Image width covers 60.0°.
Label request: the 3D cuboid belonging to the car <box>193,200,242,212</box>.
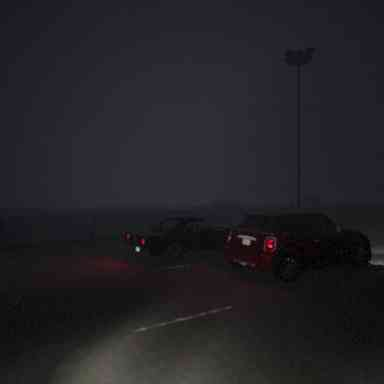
[{"bbox_3d":[2.811,1.478,34.055,5.357,1.411,2.033,0,0,-28],"label":"car"}]

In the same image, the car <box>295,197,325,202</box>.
[{"bbox_3d":[12.037,1.292,35.006,4.553,1.767,2.097,0,0,-28],"label":"car"}]

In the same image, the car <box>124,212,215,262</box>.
[{"bbox_3d":[0.100,1.575,12.053,4.718,1.301,1.895,0,0,-32],"label":"car"}]

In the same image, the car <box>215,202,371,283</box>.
[{"bbox_3d":[3.230,1.334,9.846,4.553,1.767,2.097,0,0,-32],"label":"car"}]

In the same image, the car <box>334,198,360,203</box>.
[{"bbox_3d":[22.537,1.491,48.449,4.181,1.385,1.994,0,0,-28],"label":"car"}]
